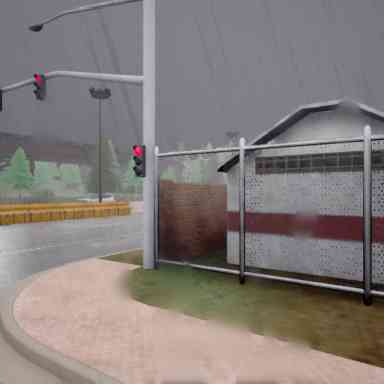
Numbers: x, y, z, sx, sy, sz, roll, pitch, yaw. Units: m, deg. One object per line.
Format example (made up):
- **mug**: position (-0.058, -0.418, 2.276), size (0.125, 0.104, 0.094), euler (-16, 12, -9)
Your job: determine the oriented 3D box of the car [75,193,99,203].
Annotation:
- **car**: position (-12.875, 1.219, 44.316), size (2.150, 2.045, 5.566), euler (0, 0, 34)
